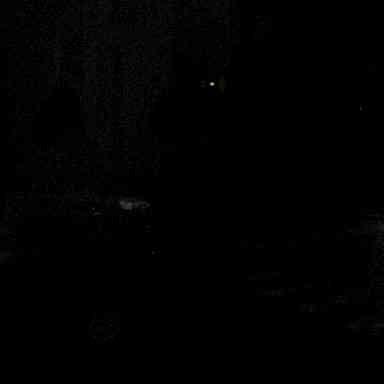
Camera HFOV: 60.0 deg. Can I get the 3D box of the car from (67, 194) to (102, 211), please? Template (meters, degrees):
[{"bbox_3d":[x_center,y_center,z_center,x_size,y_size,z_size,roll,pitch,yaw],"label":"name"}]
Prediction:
[{"bbox_3d":[-11.599,1.281,36.268,2.033,1.411,5.357,-1,1,-35],"label":"car"}]

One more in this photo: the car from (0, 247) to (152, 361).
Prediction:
[{"bbox_3d":[-2.766,1.543,4.688,4.507,1.381,1.887,0,-1,-35],"label":"car"}]

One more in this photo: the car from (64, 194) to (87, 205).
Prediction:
[{"bbox_3d":[-17.871,1.047,50.845,2.128,1.511,4.902,-1,1,-35],"label":"car"}]

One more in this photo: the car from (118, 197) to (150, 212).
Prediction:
[{"bbox_3d":[-5.989,1.239,34.011,1.812,1.442,4.674,-1,1,-36],"label":"car"}]

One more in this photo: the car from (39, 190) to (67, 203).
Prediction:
[{"bbox_3d":[-20.561,0.749,49.009,2.128,1.511,4.902,-1,1,-35],"label":"car"}]
